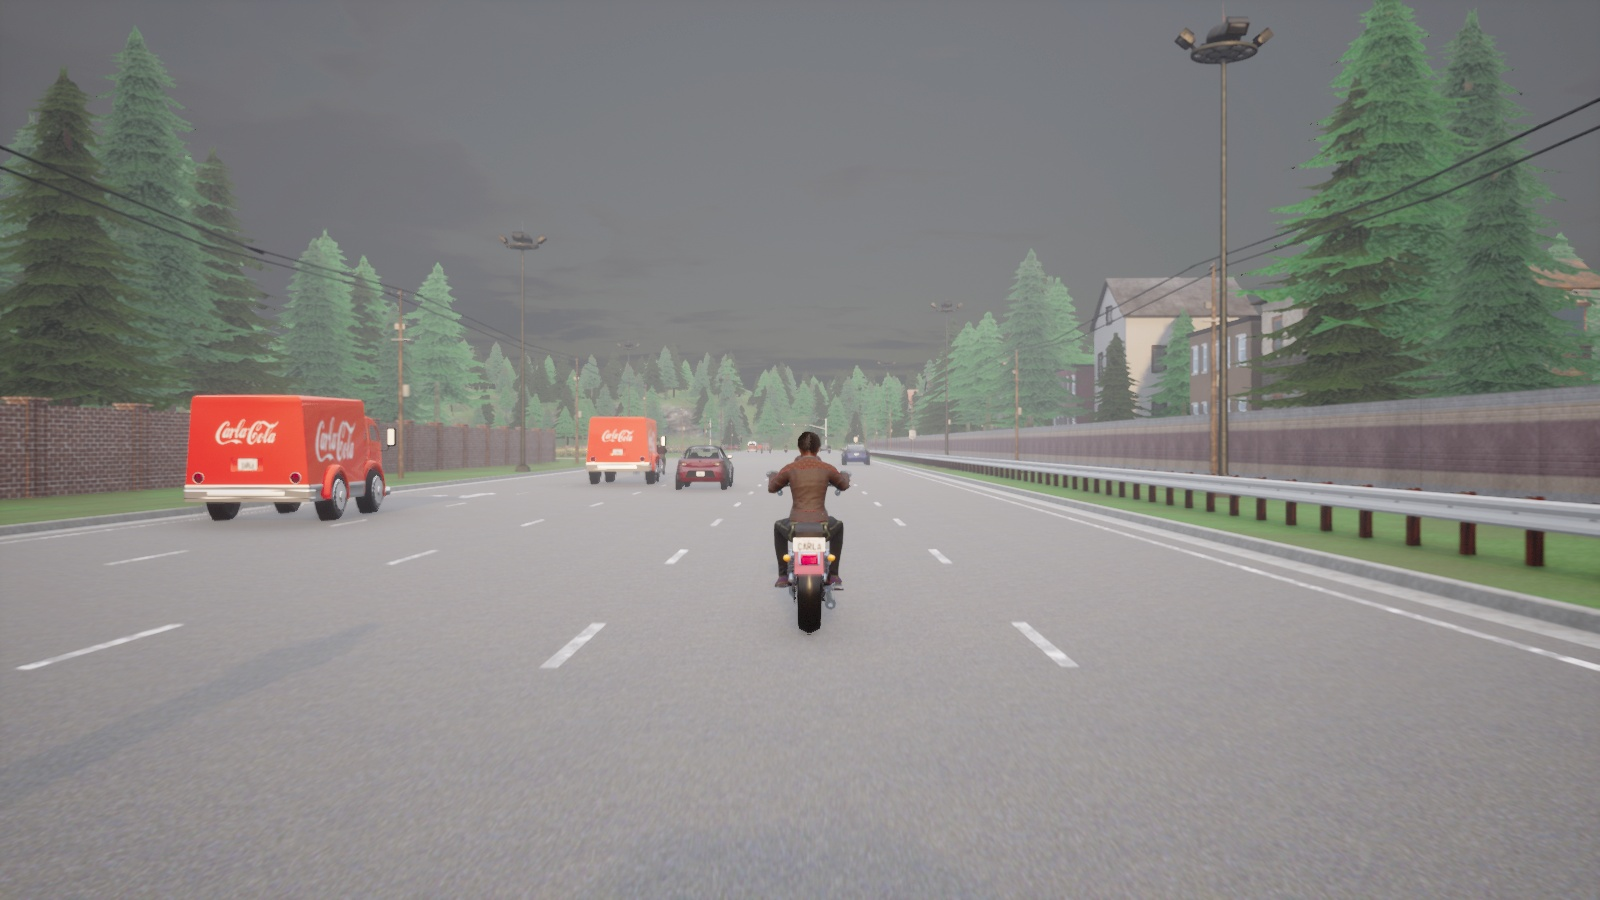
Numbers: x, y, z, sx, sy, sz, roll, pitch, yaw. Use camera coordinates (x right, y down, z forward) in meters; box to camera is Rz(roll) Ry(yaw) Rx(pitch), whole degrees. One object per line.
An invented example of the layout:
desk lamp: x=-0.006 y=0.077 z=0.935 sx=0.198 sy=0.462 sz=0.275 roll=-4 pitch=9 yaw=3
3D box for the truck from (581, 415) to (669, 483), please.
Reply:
truck: x=-6.706 y=0.023 z=48.764 sx=2.627 sy=2.467 sz=5.204 roll=0 pitch=-1 yaw=0

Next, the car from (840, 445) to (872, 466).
car: x=4.037 y=0.358 z=91.396 sx=2.163 sy=1.488 sz=4.792 roll=0 pitch=0 yaw=0

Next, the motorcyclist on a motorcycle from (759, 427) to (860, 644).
motorcyclist on a motorcycle: x=0.077 y=0.651 z=10.758 sx=0.766 sy=1.649 sz=2.350 roll=0 pitch=0 yaw=0

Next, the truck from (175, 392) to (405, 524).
truck: x=-10.335 y=0.140 z=26.024 sx=2.627 sy=2.467 sz=5.204 roll=0 pitch=0 yaw=0

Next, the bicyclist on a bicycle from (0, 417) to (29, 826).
bicyclist on a bicycle: x=-3.460 y=0.678 z=4.326 sx=0.582 sy=1.620 sz=1.656 roll=0 pitch=0 yaw=0

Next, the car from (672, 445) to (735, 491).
car: x=-3.239 y=0.574 z=42.998 sx=1.816 sy=1.474 sz=4.193 roll=0 pitch=0 yaw=0
